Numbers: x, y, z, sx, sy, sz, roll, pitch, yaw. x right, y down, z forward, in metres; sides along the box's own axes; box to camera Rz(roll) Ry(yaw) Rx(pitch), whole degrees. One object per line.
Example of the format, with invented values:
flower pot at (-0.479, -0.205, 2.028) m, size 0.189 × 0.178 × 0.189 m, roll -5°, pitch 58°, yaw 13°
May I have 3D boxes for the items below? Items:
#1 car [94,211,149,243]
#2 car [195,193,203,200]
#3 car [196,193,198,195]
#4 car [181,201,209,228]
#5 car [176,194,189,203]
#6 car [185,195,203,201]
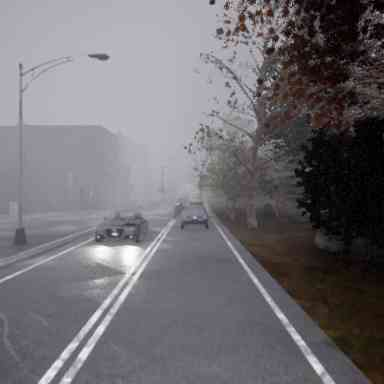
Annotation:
car at (-3.283, 1.611, 16.206) m, size 1.994 × 1.385 × 4.181 m, roll 0°, pitch 0°, yaw 1°
car at (1.840, 1.155, 91.113) m, size 2.097 × 1.767 × 4.553 m, roll 0°, pitch 0°, yaw 2°
car at (1.520, 1.489, 80.726) m, size 1.837 × 1.490 × 4.892 m, roll 0°, pitch 0°, yaw 2°
car at (0.195, 1.614, 22.864) m, size 2.033 × 1.411 × 5.357 m, roll 0°, pitch 0°, yaw 1°
car at (-2.139, 1.589, 68.163) m, size 1.994 × 1.385 × 4.181 m, roll 0°, pitch 0°, yaw 2°
car at (0.490, 1.562, 41.682) m, size 1.882 × 1.535 × 5.008 m, roll 0°, pitch 0°, yaw 1°
